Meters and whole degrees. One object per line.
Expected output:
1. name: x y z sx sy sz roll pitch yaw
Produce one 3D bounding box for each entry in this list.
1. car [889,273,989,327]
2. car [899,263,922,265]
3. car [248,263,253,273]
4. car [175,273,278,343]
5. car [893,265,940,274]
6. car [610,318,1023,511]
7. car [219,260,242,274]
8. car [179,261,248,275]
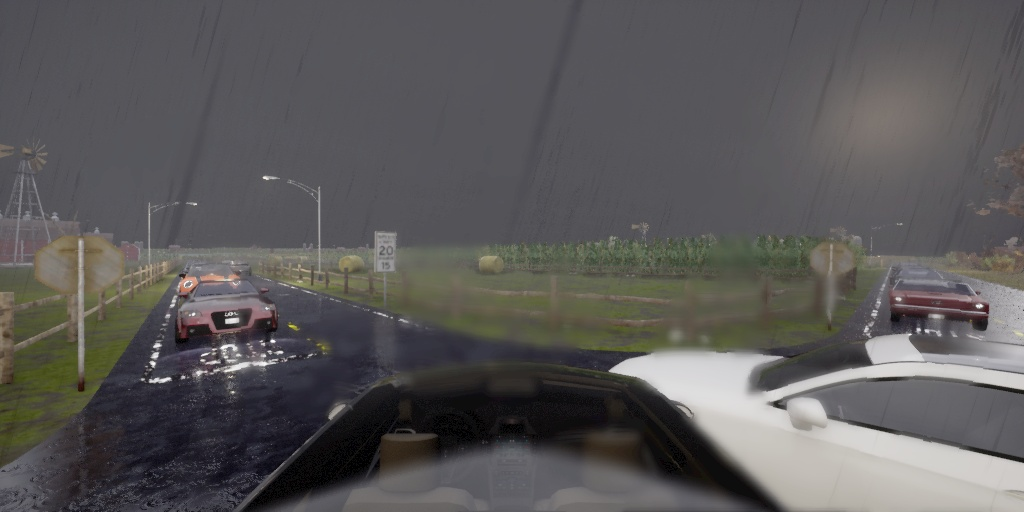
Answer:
1. car: 13.480 1.400 11.515 4.718 1.301 1.895 0 1 -43
2. car: 27.270 1.405 24.379 4.181 1.385 1.994 0 1 -43
3. car: -27.099 1.287 35.619 2.128 1.511 4.902 0 0 -42
4. car: -7.973 1.356 9.969 1.994 1.385 4.181 0 0 -43
5. car: 20.536 1.366 18.102 5.357 1.411 2.033 0 1 -43
6. car: 2.831 1.294 2.418 1.812 1.442 4.674 0 1 -44
7. car: -33.845 1.309 43.054 1.837 1.490 4.892 0 0 -42
8. car: -13.770 1.142 16.433 2.097 1.767 4.553 0 0 -42
